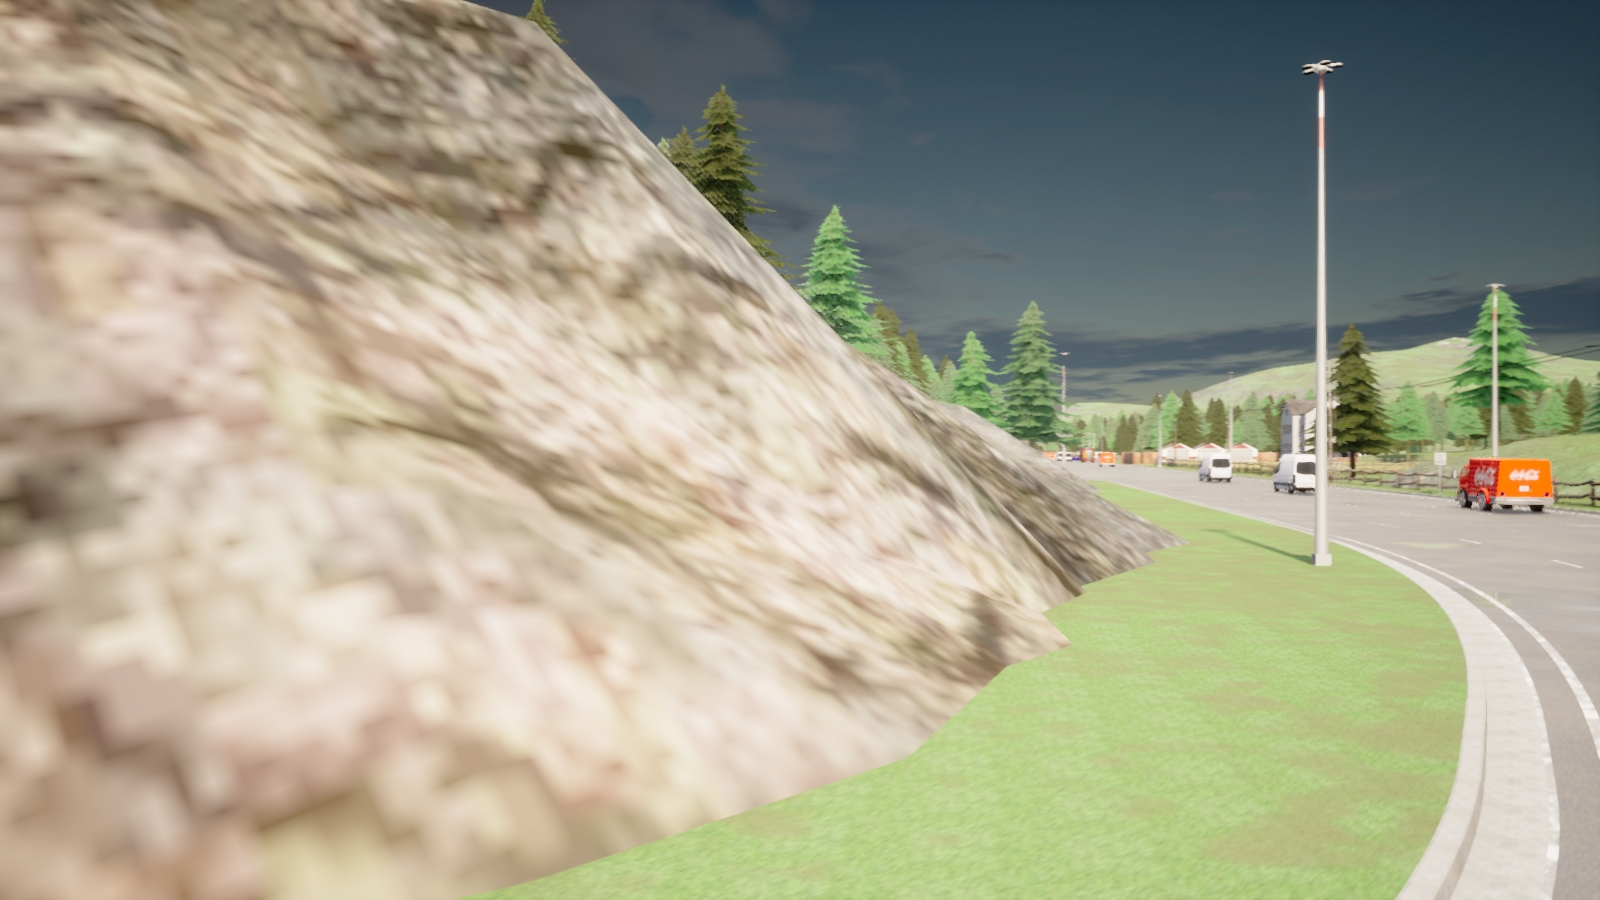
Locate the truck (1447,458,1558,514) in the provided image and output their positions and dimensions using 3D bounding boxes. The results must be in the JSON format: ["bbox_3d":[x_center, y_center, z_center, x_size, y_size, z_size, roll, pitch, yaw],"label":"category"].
[{"bbox_3d":[32.666,1.608,53.347,2.627,2.467,5.204,0,0,9],"label":"truck"}]
